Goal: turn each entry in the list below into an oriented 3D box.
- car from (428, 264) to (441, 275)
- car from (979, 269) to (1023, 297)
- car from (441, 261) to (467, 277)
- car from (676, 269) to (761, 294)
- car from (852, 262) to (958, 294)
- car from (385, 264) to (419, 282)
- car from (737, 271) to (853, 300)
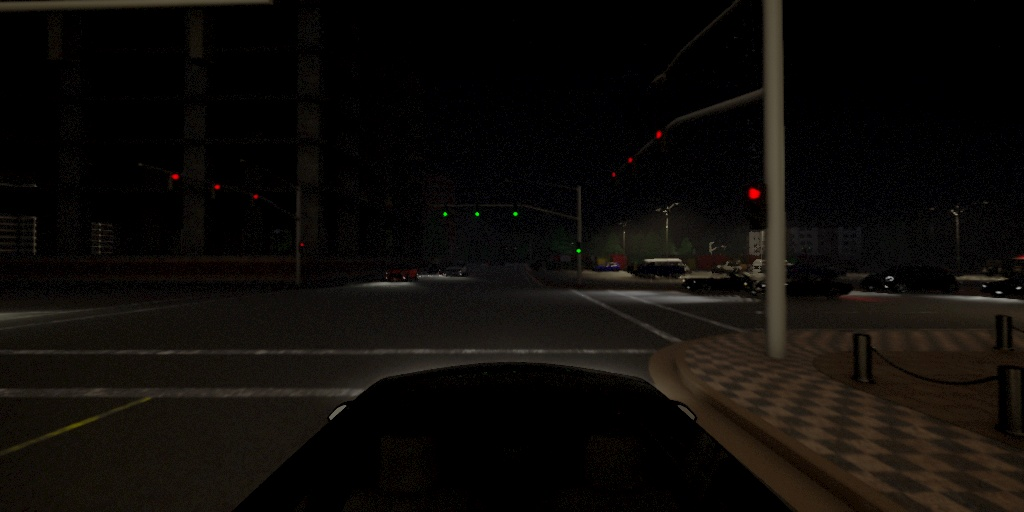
[{"bbox_3d":[-10.561,1.945,50.714,1.837,1.490,4.892,0,-1,1],"label":"car"},{"bbox_3d":[28.747,1.558,19.207,5.357,1.411,2.033,0,-1,1],"label":"car"},{"bbox_3d":[-7.025,1.699,45.533,2.150,2.045,5.566,0,0,0],"label":"car"},{"bbox_3d":[13.437,1.681,22.863,4.718,1.301,1.895,0,-1,1],"label":"car"},{"bbox_3d":[25.010,1.417,22.746,4.553,1.767,2.097,0,-1,1],"label":"car"},{"bbox_3d":[-10.707,1.576,35.108,2.097,1.767,4.553,0,-1,1],"label":"car"},{"bbox_3d":[15.223,1.631,19.344,4.718,1.301,1.895,0,-1,1],"label":"car"}]
